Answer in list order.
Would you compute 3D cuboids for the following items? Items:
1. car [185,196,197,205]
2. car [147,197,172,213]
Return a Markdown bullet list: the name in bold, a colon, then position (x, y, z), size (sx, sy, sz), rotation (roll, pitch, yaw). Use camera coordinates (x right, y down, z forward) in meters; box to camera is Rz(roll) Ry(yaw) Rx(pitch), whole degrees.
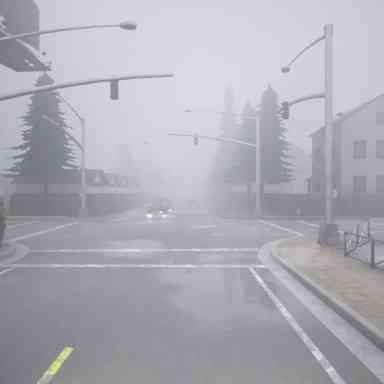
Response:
- **car**: position (-0.140, 1.491, 59.194), size (2.128, 1.511, 4.902), rotation (0, 0, 0)
- **car**: position (-3.686, 1.352, 36.990), size (2.097, 1.767, 4.553), rotation (0, 0, 0)
